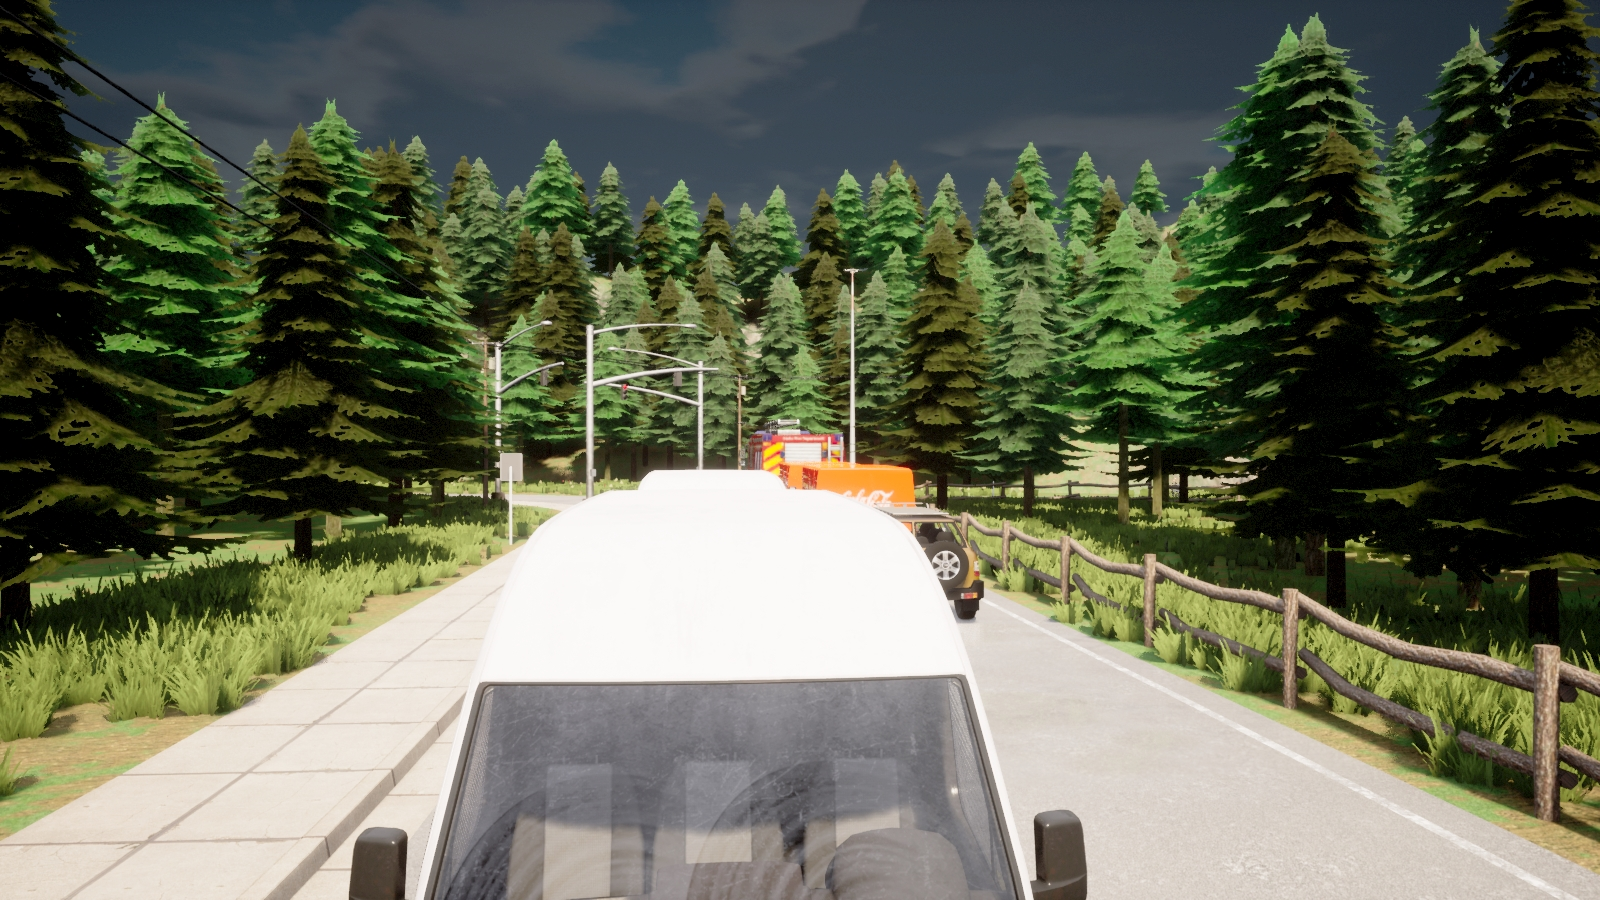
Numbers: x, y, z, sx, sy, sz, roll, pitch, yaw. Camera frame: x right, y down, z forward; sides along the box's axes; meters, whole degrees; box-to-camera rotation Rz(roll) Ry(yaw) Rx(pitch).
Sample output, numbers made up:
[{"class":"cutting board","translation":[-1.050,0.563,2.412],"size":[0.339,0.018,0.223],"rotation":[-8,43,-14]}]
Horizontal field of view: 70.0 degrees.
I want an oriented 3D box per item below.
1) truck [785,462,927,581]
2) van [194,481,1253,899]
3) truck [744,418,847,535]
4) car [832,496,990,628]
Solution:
[{"class":"truck","translation":[1.155,1.541,26.868],"size":[2.627,2.467,5.204],"rotation":[0,0,-5]},{"class":"van","translation":[-0.340,1.499,5.099],"size":[1.988,2.561,5.915],"rotation":[0,0,-5]},{"class":"truck","translation":[-0.332,0.864,41.734],"size":[2.891,3.827,8.468],"rotation":[0,0,-6]},{"class":"car","translation":[1.805,1.837,20.138],"size":[1.932,1.855,4.605],"rotation":[0,0,-5]}]
